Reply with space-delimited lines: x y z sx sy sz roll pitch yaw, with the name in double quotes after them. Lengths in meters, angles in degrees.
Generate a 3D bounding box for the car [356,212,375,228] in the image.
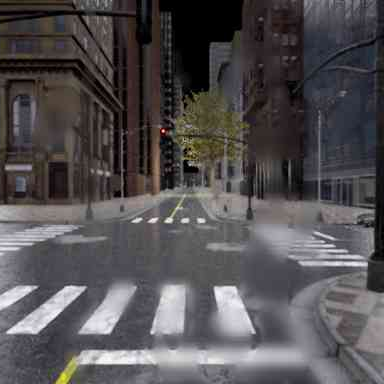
11.846 1.466 19.225 4.403 1.369 2.008 0 0 0 "car"
